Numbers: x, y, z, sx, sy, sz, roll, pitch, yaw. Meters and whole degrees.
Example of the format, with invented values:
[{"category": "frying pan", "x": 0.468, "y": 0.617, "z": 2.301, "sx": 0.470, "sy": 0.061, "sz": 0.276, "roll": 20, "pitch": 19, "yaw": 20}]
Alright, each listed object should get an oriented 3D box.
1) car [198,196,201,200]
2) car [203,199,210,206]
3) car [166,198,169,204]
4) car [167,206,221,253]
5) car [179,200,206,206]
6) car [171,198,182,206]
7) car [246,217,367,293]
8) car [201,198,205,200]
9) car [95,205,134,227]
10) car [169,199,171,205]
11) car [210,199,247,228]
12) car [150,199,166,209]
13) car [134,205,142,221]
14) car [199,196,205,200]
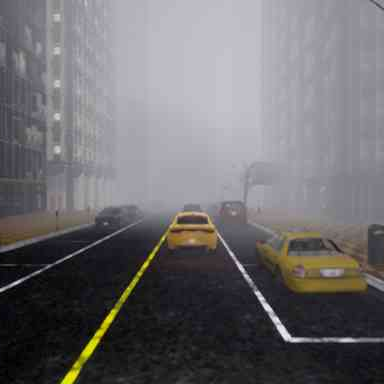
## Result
[{"category": "car", "x": 2.411, "y": 2.236, "z": 84.745, "sx": 1.812, "sy": 1.442, "sz": 4.674, "roll": 0, "pitch": 0, "yaw": 0}, {"category": "car", "x": 2.707, "y": 1.931, "z": 41.569, "sx": 1.947, "sy": 1.339, "sz": 4.313, "roll": -1, "pitch": 0, "yaw": 0}, {"category": "car", "x": -5.628, "y": 2.075, "z": 58.657, "sx": 1.947, "sy": 1.339, "sz": 4.313, "roll": -1, "pitch": 0, "yaw": 0}, {"category": "car", "x": 0.016, "y": 1.609, "z": 14.391, "sx": 1.882, "sy": 1.535, "sz": 5.008, "roll": 0, "pitch": 0, "yaw": 0}, {"category": "car", "x": 0.024, "y": 1.768, "z": 29.218, "sx": 1.837, "sy": 1.490, "sz": 4.892, "roll": 0, "pitch": 0, "yaw": 0}, {"category": "car", "x": -2.951, "y": 2.200, "z": 70.920, "sx": 1.895, "sy": 1.301, "sz": 4.718, "roll": 0, "pitch": 0, "yaw": 0}, {"category": "car", "x": 2.813, "y": 1.609, "z": 8.979, "sx": 1.752, "sy": 1.417, "sz": 4.829, "roll": -1, "pitch": -1, "yaw": 0}, {"category": "car", "x": 2.711, "y": 1.965, "z": 47.242, "sx": 2.008, "sy": 1.369, "sz": 4.403, "roll": -1, "pitch": 0, "yaw": 0}, {"category": "car", "x": -5.822, "y": 1.787, "z": 24.615, "sx": 1.947, "sy": 1.339, "sz": 4.313, "roll": -1, "pitch": -1, "yaw": 0}, {"category": "car", "x": -5.634, "y": 2.166, "z": 75.509, "sx": 1.752, "sy": 1.417, "sz": 4.829, "roll": -1, "pitch": 0, "yaw": 0}, {"category": "car", "x": 2.730, "y": 1.531, "z": 24.062, "sx": 2.192, "sy": 1.841, "sz": 5.009, "roll": -1, "pitch": 0, "yaw": 0}, {"category": "car", "x": -5.632, "y": 2.044, "z": 52.983, "sx": 1.802, "sy": 1.307, "sz": 4.206, "roll": -1, "pitch": 0, "yaw": 0}, {"category": "car", "x": -5.648, "y": 1.835, "z": 30.289, "sx": 1.947, "sy": 1.339, "sz": 4.313, "roll": -1, "pitch": 0, "yaw": 0}, {"category": "car", "x": 2.717, "y": 1.948, "z": 58.592, "sx": 1.967, "sy": 1.590, "sz": 4.097, "roll": -1, "pitch": 0, "yaw": 0}]
